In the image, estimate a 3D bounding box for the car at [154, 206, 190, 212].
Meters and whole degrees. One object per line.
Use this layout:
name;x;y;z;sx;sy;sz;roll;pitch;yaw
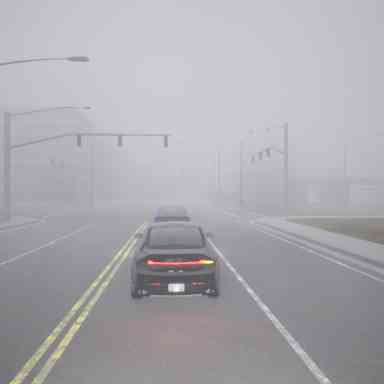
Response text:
car;-1.079;1.475;17.976;1.882;1.535;5.008;0;0;-4

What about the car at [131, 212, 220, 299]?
car;-0.442;1.504;8.503;1.837;1.490;4.892;0;0;-4
